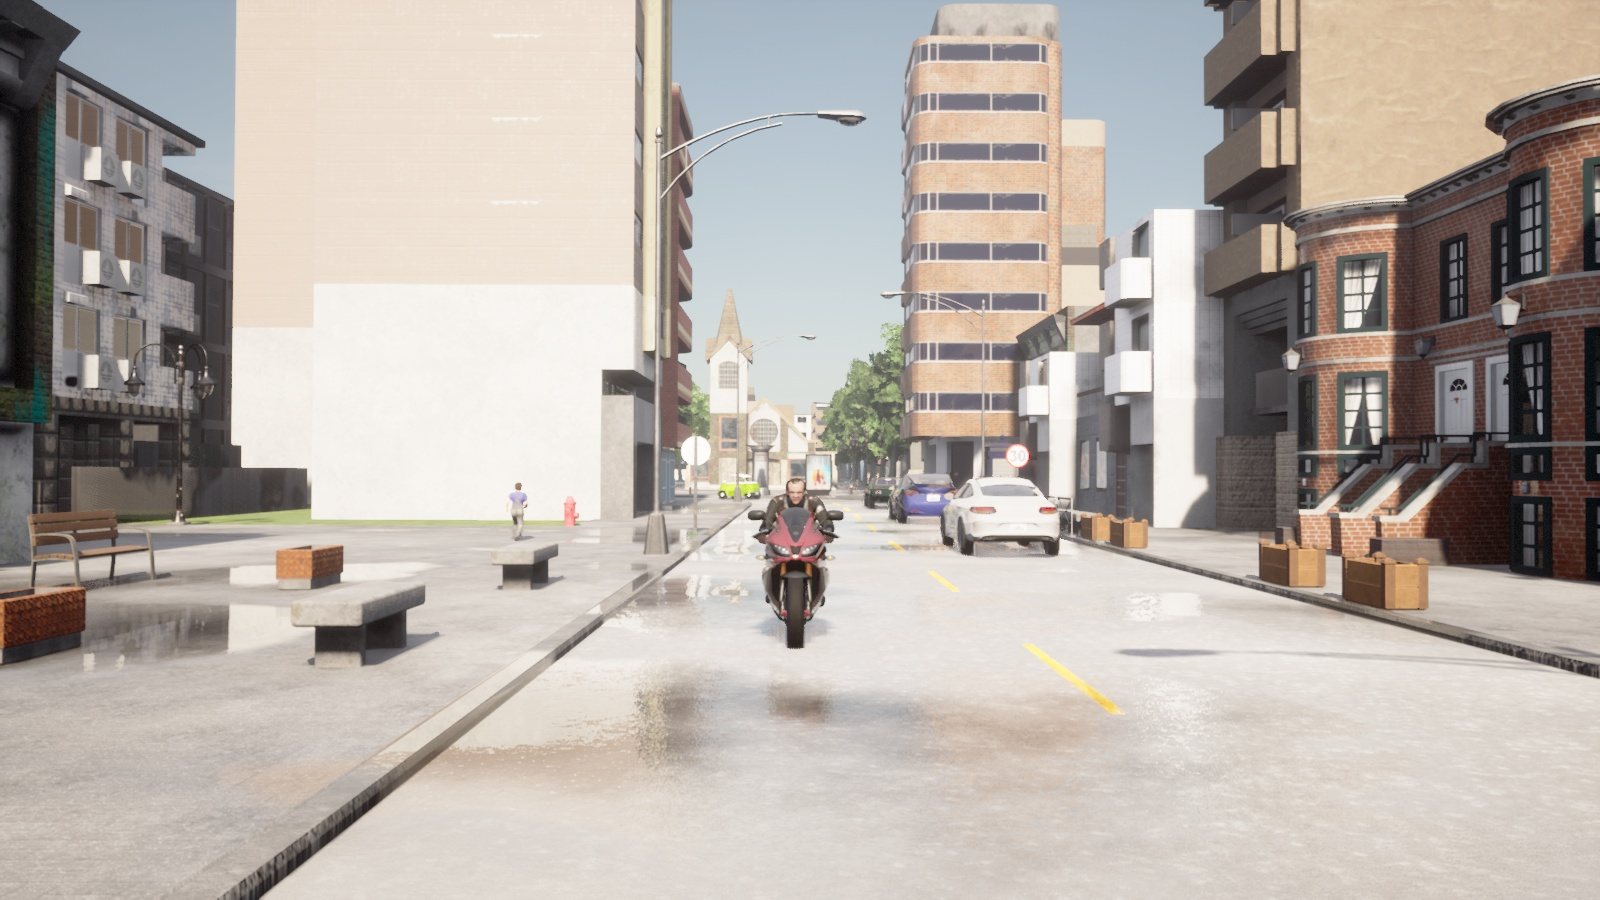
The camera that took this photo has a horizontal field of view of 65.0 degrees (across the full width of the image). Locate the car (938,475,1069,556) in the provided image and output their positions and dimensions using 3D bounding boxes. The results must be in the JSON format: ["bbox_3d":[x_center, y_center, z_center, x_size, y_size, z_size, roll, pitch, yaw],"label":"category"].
[{"bbox_3d":[3.912,1.225,24.894,1.812,1.442,4.674,0,-1,0],"label":"car"}]

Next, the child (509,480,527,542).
[{"bbox_3d":[-5.801,1.243,25.846,0.270,1.263,0.437,0,-1,0],"label":"child"}]

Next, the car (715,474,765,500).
[{"bbox_3d":[-3.223,1.974,67.593,2.207,1.376,1.481,-1,-1,30],"label":"car"}]

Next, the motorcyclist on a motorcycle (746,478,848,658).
[{"bbox_3d":[-0.032,1.040,11.845,0.866,1.530,2.191,0,-2,0],"label":"motorcyclist on a motorcycle"}]

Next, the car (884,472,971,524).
[{"bbox_3d":[3.853,1.421,38.656,2.163,1.488,4.792,0,-1,0],"label":"car"}]

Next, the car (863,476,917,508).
[{"bbox_3d":[3.769,1.761,53.487,1.895,1.301,4.718,0,-1,-1],"label":"car"}]
